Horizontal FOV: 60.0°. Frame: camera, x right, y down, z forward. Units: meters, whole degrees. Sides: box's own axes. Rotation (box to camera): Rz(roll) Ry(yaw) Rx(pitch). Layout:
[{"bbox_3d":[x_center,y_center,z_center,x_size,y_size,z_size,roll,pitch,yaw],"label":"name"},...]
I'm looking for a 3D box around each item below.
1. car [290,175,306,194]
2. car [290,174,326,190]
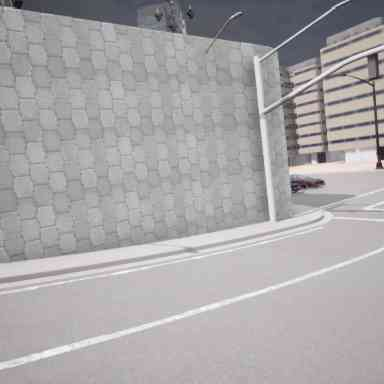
[{"bbox_3d":[6.905,-0.375,28.453,1.895,1.301,4.718,-10,6,-35],"label":"car"},{"bbox_3d":[9.507,-0.945,30.759,2.033,1.411,5.357,-10,6,-35],"label":"car"}]
